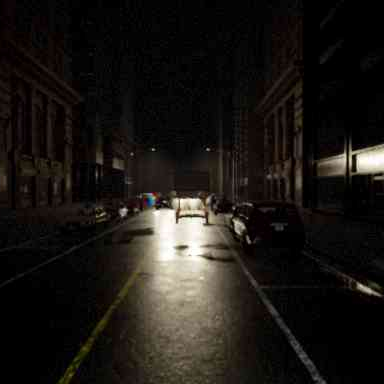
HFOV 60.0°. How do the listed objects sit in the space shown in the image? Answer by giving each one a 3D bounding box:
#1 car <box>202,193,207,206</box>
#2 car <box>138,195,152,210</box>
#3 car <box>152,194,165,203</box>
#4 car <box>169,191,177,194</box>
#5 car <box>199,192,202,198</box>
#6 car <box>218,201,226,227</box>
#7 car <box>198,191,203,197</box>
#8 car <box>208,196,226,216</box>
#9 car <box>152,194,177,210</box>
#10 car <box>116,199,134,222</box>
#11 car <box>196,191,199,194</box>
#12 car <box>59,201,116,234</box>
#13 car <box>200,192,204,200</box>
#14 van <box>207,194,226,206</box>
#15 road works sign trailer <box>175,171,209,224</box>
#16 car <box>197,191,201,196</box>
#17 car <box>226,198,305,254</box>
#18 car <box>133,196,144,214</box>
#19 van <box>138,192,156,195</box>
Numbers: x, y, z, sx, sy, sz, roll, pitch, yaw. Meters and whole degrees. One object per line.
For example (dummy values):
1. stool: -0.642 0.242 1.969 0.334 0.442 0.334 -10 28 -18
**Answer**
1. car: 2.766 1.220 46.773 1.752 1.417 4.829 0 0 0
2. car: -5.760 1.311 35.355 1.887 1.381 4.507 0 0 0
3. car: -5.758 1.151 57.659 1.752 1.417 4.829 0 0 0
4. car: -5.756 1.008 91.538 1.802 1.307 4.206 0 0 0
5. car: 2.767 1.171 63.459 1.802 1.307 4.206 0 0 0
6. car: 2.764 1.425 18.510 2.008 1.369 4.403 0 0 0
7. car: 2.767 1.080 69.248 1.752 1.417 4.829 0 0 0
8. car: 2.765 1.353 29.747 2.008 1.369 4.403 0 0 0
9. car: -3.090 1.257 37.731 1.837 1.490 4.892 0 0 0
10. car: -5.761 1.388 24.125 2.008 1.369 4.403 0 0 0
11. car: 2.769 1.003 85.934 1.887 1.381 4.507 0 0 0
12. car: -5.761 1.401 18.330 1.752 1.417 4.829 0 0 0
13. car: 2.767 1.207 57.841 1.802 1.307 4.206 0 0 0
14. van: 2.765 1.107 35.365 1.690 1.788 3.998 0 0 0
15. road works sign trailer: 0.002 0.309 23.108 2.380 3.560 2.880 0 0 0
16. car: 2.768 1.056 80.316 1.947 1.339 4.313 0 0 0
17. car: 2.764 1.226 12.891 2.192 1.841 5.009 0 0 0
18. car: -5.760 1.346 29.737 1.887 1.381 4.507 0 0 0
19. van: -5.759 1.072 40.972 1.690 1.788 3.998 0 0 0
